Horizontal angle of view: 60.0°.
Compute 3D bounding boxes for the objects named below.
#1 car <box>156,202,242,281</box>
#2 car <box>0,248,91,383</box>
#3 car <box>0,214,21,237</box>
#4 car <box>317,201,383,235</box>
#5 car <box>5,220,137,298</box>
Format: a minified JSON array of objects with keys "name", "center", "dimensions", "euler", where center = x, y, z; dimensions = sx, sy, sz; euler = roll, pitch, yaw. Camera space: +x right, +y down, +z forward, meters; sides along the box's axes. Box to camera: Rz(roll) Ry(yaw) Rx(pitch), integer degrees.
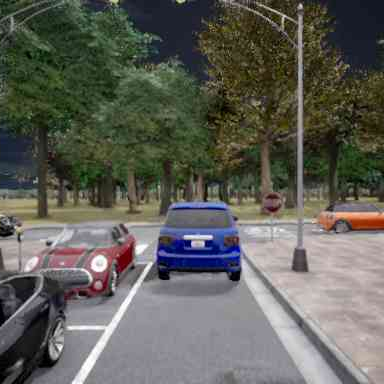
[{"name":"car","center":[0.284,1.328,10.338],"dimensions":[2.150,2.045,5.566],"euler":[0,-1,3]},{"name":"car","center":[-2.645,1.600,3.167],"dimensions":[1.947,1.339,4.313],"euler":[-1,-1,0]},{"name":"car","center":[-12.532,1.642,18.429],"dimensions":[5.566,2.045,2.150],"euler":[-1,0,0]},{"name":"car","center":[9.441,1.357,18.405],"dimensions":[4.553,1.767,2.097],"euler":[-1,0,0]},{"name":"car","center":[-2.643,1.530,8.603],"dimensions":[1.967,1.590,4.097],"euler":[-1,-1,0]}]
